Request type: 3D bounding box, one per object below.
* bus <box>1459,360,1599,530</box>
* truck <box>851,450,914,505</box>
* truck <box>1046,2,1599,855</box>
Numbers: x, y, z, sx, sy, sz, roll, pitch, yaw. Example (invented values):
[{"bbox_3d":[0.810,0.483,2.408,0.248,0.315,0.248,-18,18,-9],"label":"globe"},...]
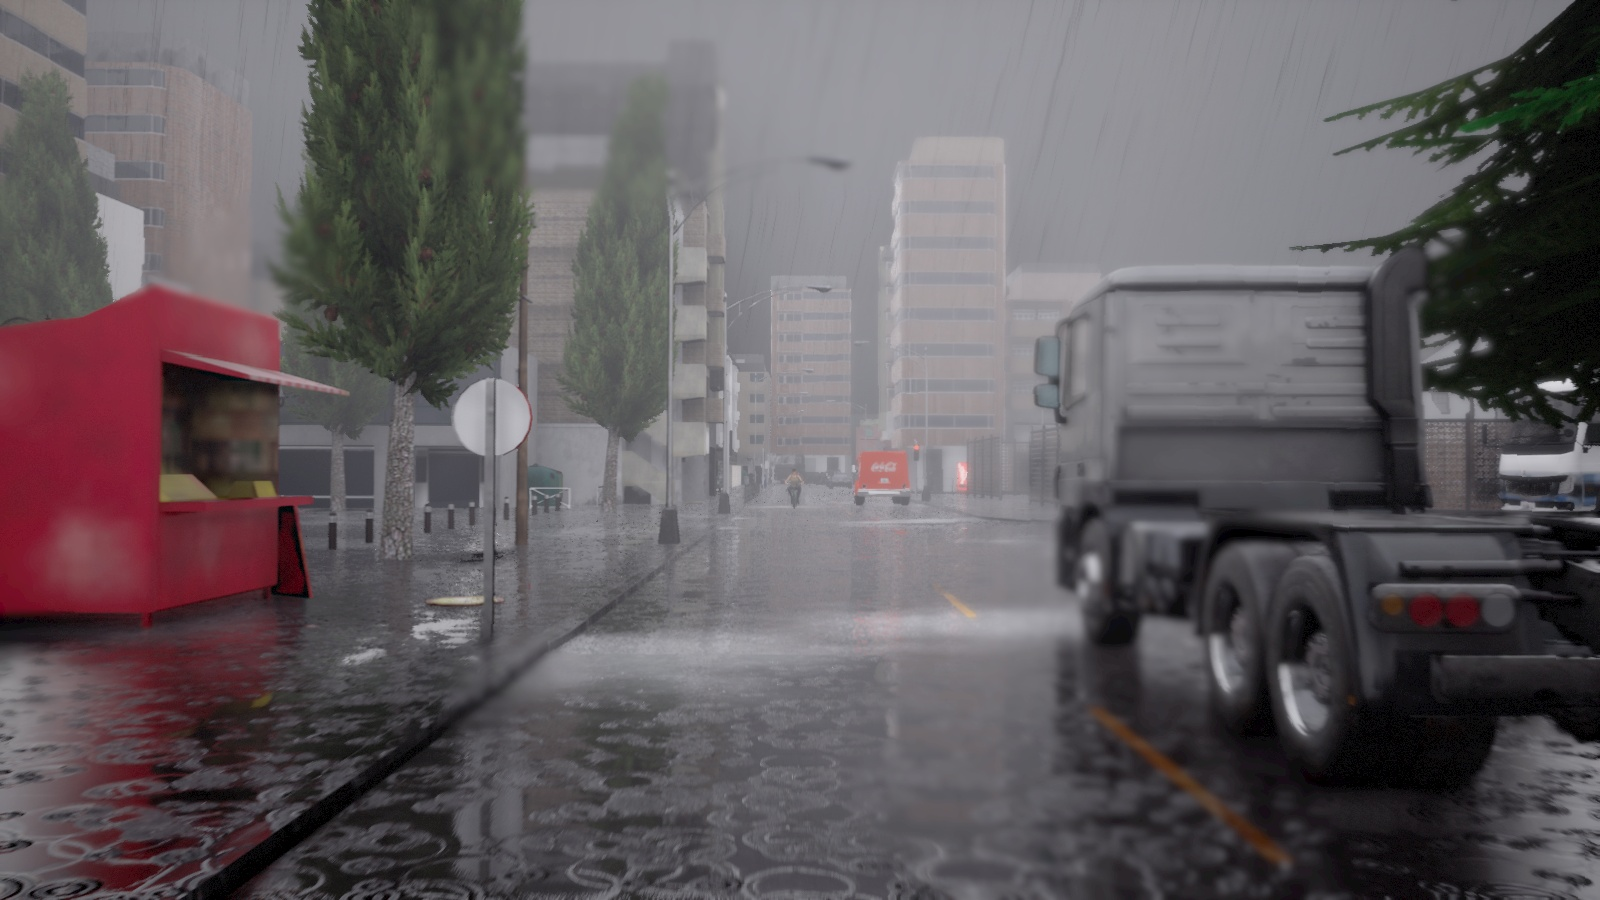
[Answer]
[{"bbox_3d":[23.732,-0.108,33.468,10.273,4.253,3.944,0,-1,-1],"label":"bus"},{"bbox_3d":[3.792,1.274,58.719,2.627,2.467,5.204,0,-1,0],"label":"truck"},{"bbox_3d":[3.942,-0.035,9.048,2.891,3.462,7.936,0,-1,1],"label":"truck"}]
